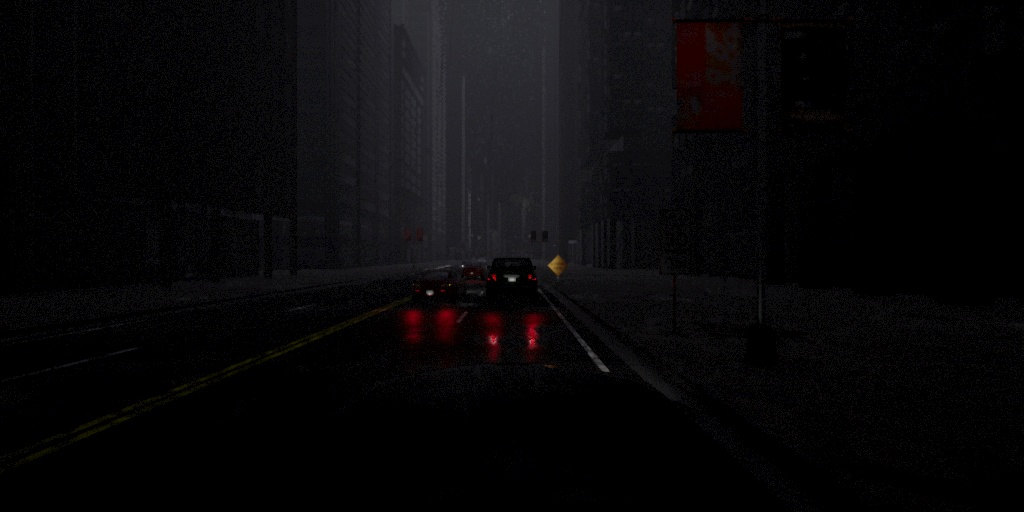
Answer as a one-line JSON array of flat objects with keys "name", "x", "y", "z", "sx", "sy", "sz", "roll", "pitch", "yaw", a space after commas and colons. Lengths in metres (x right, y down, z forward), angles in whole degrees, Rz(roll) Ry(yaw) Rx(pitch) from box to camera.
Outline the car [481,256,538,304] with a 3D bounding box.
[{"name": "car", "x": 0.000, "y": 1.008, "z": 16.530, "sx": 2.150, "sy": 2.045, "sz": 5.566, "roll": 0, "pitch": 0, "yaw": 0}]

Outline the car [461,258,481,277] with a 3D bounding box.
[{"name": "car", "x": -3.250, "y": 1.239, "z": 31.500, "sx": 1.882, "sy": 1.535, "sz": 5.008, "roll": 0, "pitch": 0, "yaw": 0}]

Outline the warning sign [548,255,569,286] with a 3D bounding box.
[{"name": "warning sign", "x": 2.850, "y": 0.866, "z": 22.210, "sx": 1.300, "sy": 1.860, "sz": 1.060, "roll": 0, "pitch": 0, "yaw": 0}]

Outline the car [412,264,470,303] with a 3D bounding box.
[{"name": "car", "x": -3.250, "y": 1.283, "z": 16.500, "sx": 1.812, "sy": 1.442, "sz": 4.674, "roll": 0, "pitch": 0, "yaw": 0}]
